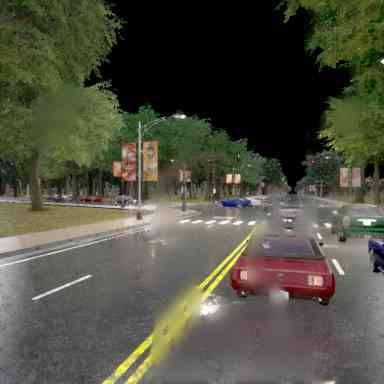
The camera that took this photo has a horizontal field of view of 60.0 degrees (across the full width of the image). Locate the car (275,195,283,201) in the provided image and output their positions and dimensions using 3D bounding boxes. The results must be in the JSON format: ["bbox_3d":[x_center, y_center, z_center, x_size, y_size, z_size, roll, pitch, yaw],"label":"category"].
[{"bbox_3d":[21.572,1.488,82.299,1.882,1.535,5.008,0,0,17],"label":"car"}]

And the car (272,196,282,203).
[{"bbox_3d":[18.513,1.603,72.390,1.895,1.301,4.718,0,0,17],"label":"car"}]

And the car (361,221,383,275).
[{"bbox_3d":[5.463,1.601,7.596,1.895,1.301,4.718,0,0,17],"label":"car"}]

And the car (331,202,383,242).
[{"bbox_3d":[8.069,1.352,16.199,2.097,1.767,4.553,0,0,17],"label":"car"}]

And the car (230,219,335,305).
[{"bbox_3d":[2.255,1.601,8.207,1.895,1.301,4.718,0,0,17],"label":"car"}]

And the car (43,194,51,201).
[{"bbox_3d":[-31.779,1.258,76.557,4.674,1.442,1.812,0,0,40],"label":"car"}]

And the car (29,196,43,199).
[{"bbox_3d":[-39.383,1.251,82.971,4.181,1.385,1.994,0,0,40],"label":"car"}]

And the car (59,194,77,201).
[{"bbox_3d":[-29.403,1.258,78.806,4.674,1.442,1.812,0,0,40],"label":"car"}]

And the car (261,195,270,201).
[{"bbox_3d":[18.351,1.534,82.881,1.812,1.442,4.674,0,0,17],"label":"car"}]

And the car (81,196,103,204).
[{"bbox_3d":[-18.369,1.422,60.932,4.718,1.301,1.895,0,0,41],"label":"car"}]

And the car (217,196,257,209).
[{"bbox_3d":[5.719,1.441,45.064,5.008,1.535,1.882,0,0,40],"label":"car"}]

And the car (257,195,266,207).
[{"bbox_3d":[7.692,1.490,47.652,4.674,1.442,1.812,0,0,40],"label":"car"}]

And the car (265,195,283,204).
[{"bbox_3d":[15.442,1.554,62.587,2.033,1.411,5.357,0,0,18],"label":"car"}]

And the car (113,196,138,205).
[{"bbox_3d":[-10.938,1.360,54.653,4.902,1.511,2.128,0,0,41],"label":"car"}]

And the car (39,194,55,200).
[{"bbox_3d":[-37.287,1.251,85.454,4.181,1.385,1.994,0,0,40],"label":"car"}]

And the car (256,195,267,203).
[{"bbox_3d":[15.321,1.486,73.072,1.882,1.535,5.008,0,0,17],"label":"car"}]

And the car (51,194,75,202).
[{"bbox_3d":[-26.114,1.299,67.529,4.674,1.442,1.812,0,0,40],"label":"car"}]

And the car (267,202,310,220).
[{"bbox_3d":[4.935,1.505,17.070,1.837,1.490,4.892,0,0,17],"label":"car"}]
